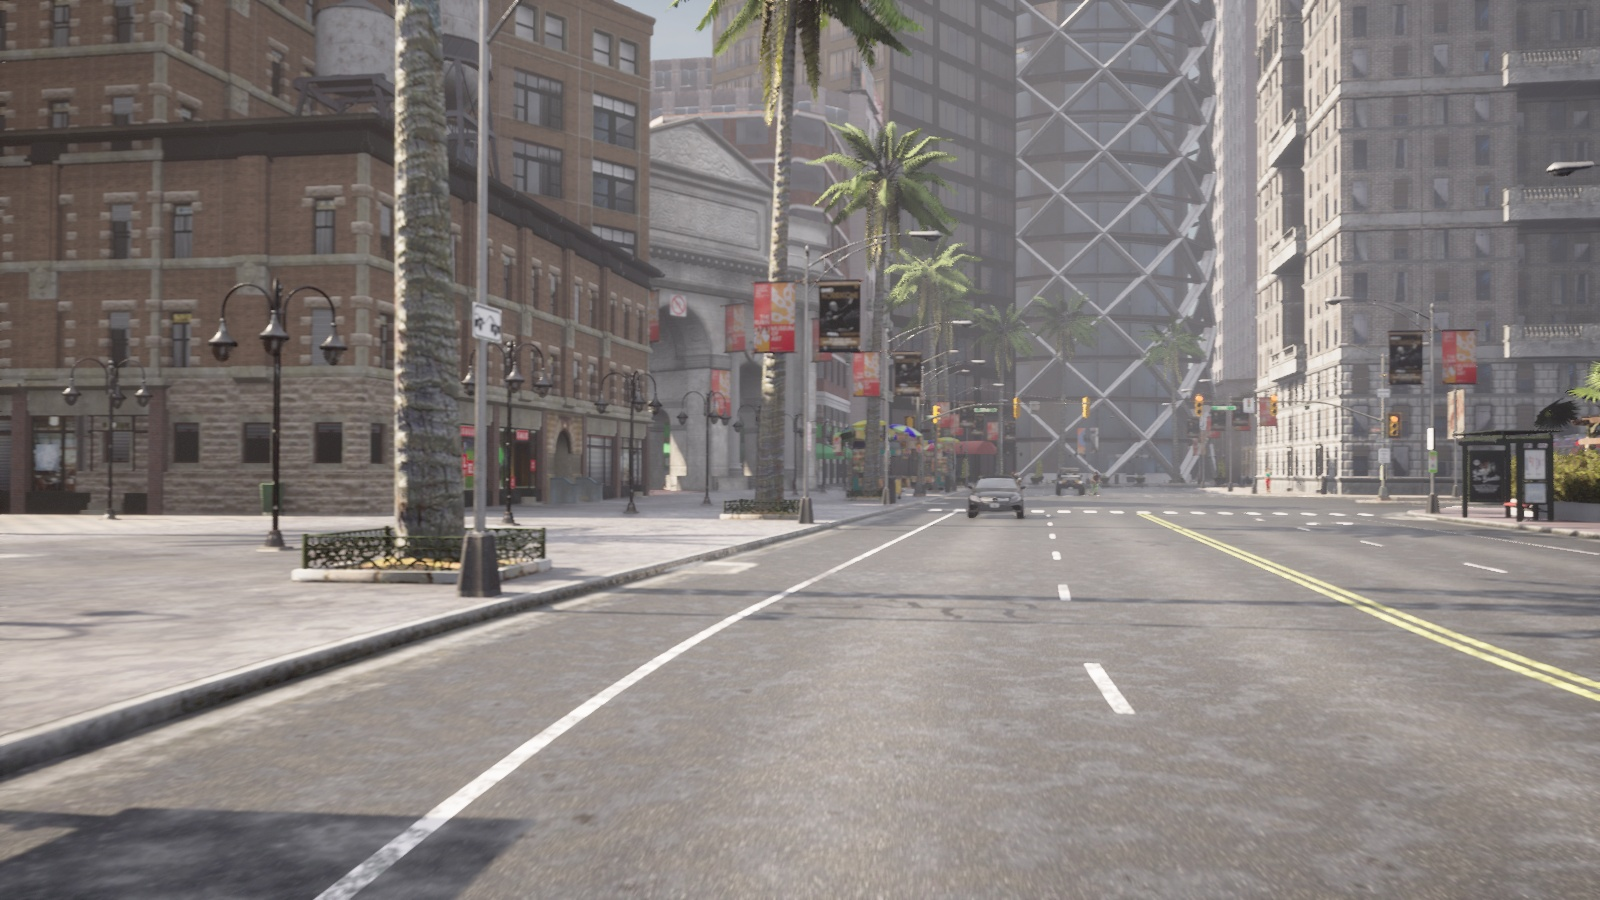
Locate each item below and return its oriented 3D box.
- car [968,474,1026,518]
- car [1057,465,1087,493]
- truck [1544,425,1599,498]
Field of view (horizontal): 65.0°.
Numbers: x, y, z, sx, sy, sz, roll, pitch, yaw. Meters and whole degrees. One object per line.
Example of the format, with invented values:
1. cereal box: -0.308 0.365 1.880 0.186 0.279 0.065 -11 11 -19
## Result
1. car: 6.853 1.544 43.348 1.812 1.442 4.674 0 -1 11
2. car: 18.654 1.993 86.271 1.905 1.878 3.866 0 -1 11
3. truck: 44.786 0.620 66.802 8.468 3.827 2.891 0 -1 10
